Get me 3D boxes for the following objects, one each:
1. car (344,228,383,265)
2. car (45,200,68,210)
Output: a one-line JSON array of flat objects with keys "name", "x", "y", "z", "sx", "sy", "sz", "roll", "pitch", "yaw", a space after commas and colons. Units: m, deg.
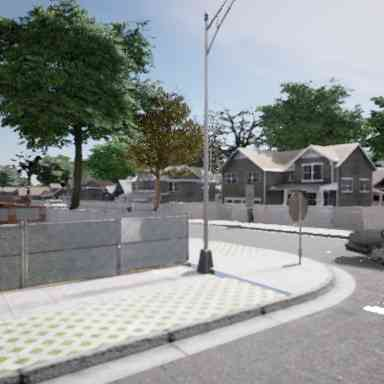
[{"name": "car", "x": 7.627, "y": 1.666, "z": 10.304, "sx": 2.033, "sy": 1.411, "sz": 5.357, "roll": 0, "pitch": -1, "yaw": -36}, {"name": "car", "x": -19.420, "y": 2.107, "z": 47.492, "sx": 2.150, "sy": 2.045, "sz": 5.566, "roll": 0, "pitch": -1, "yaw": -36}]
